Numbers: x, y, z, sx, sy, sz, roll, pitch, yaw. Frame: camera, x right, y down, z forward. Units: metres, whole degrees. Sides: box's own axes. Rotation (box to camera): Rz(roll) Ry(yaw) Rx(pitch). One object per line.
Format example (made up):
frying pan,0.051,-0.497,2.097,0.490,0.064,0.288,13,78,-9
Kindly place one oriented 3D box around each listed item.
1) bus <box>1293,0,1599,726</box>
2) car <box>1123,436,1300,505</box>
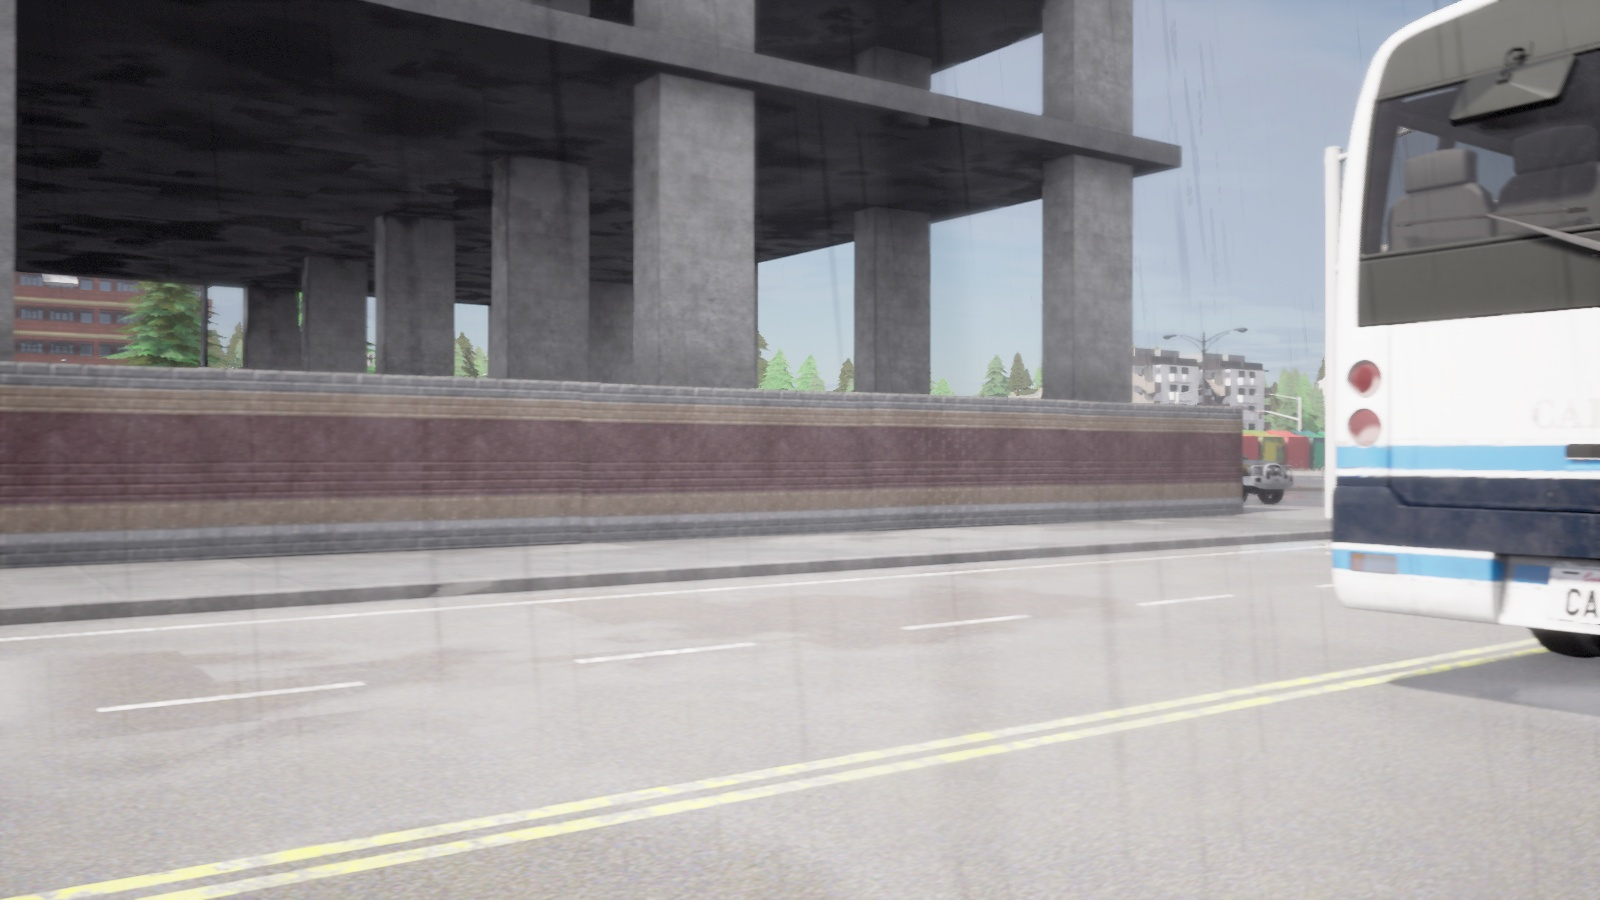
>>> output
bus,8.631,-0.626,9.672,10.273,4.253,3.944,0,0,-35
car,11.756,0.570,36.169,1.932,1.855,4.605,0,0,-35
